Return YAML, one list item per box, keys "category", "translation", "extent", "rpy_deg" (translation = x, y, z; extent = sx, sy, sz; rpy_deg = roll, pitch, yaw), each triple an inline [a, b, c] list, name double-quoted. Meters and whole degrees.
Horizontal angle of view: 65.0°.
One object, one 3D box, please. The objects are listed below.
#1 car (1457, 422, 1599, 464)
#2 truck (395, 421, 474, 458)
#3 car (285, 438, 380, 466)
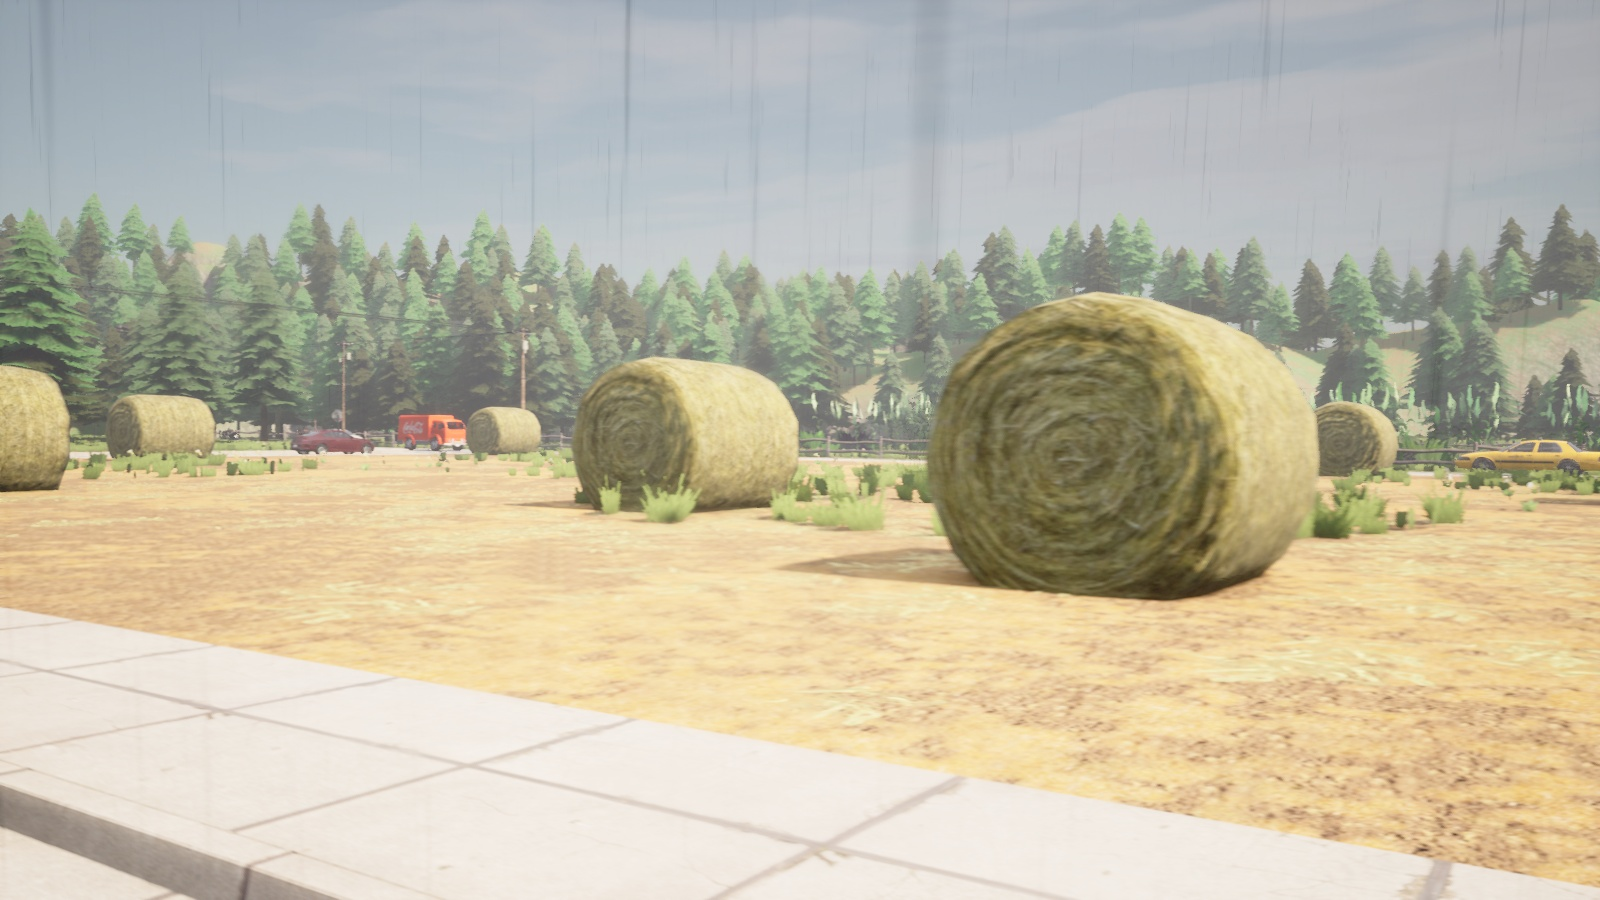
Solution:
- category: "car"
  translation: [29.128, -0.279, 49.623]
  extent: [5.366, 1.575, 1.801]
  rpy_deg: [0, 1, 37]
- category: "truck"
  translation: [-25.281, -0.721, 86.843]
  extent: [5.204, 2.467, 2.627]
  rpy_deg: [0, 1, 38]
- category: "car"
  translation: [-25.569, 0.076, 68.824]
  extent: [1.812, 1.442, 4.674]
  rpy_deg: [0, 1, 35]
